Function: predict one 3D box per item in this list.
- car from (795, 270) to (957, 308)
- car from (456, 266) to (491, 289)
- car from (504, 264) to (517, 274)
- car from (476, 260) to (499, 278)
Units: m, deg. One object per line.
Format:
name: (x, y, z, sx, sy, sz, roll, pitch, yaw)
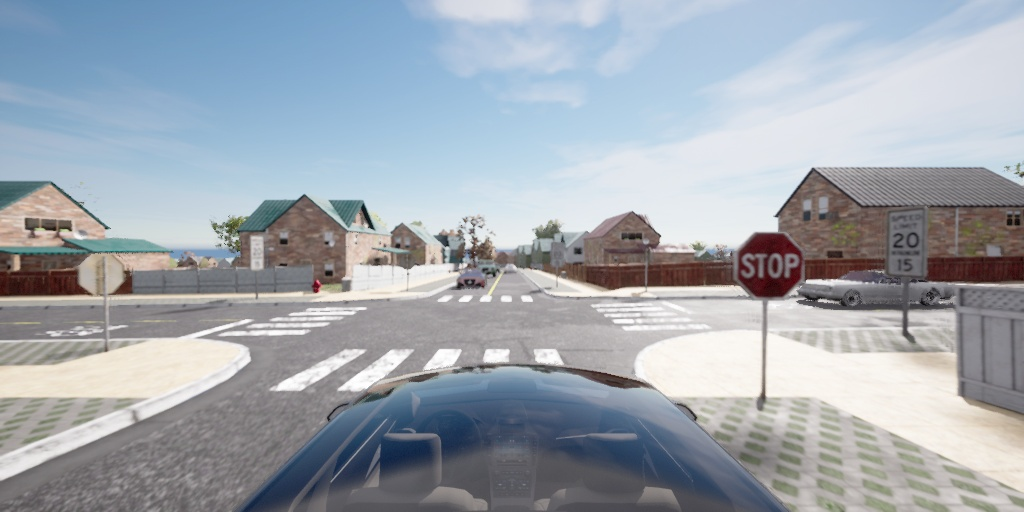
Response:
car: (13.939, 1.214, 13.973, 4.718, 1.301, 1.895, -1, 1, 0)
car: (-2.836, 1.608, 25.973, 1.994, 1.385, 4.181, 0, -1, 0)
car: (-0.239, 2.037, 55.993, 1.812, 1.442, 4.674, 0, -1, 0)
car: (-2.982, 1.507, 42.698, 2.150, 2.045, 5.566, 0, -1, -1)
